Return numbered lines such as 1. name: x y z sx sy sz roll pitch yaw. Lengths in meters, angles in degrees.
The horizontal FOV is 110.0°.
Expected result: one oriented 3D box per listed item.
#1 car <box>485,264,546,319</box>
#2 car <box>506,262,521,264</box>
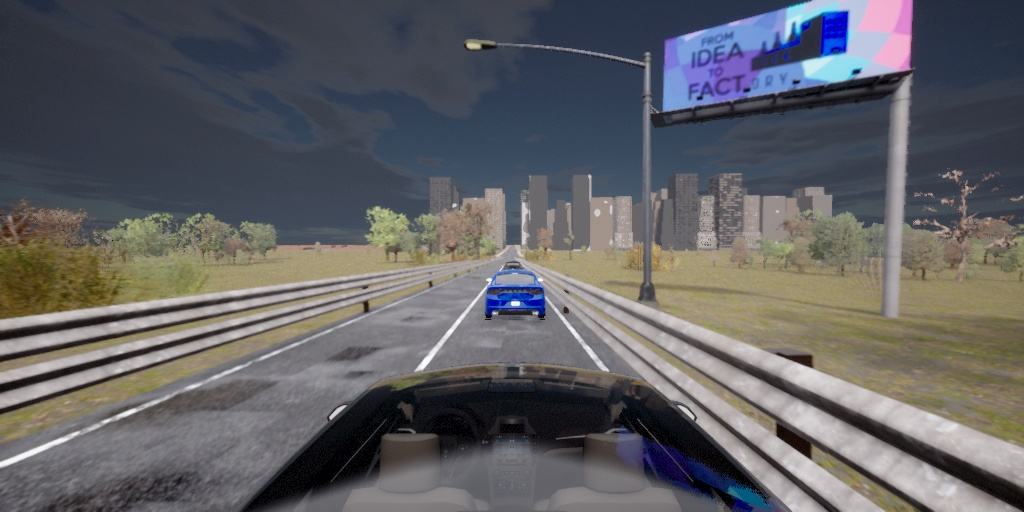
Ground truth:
1. car: 0.099 1.224 12.802 1.882 1.535 5.008 0 0 0
2. car: 0.095 1.244 33.120 1.837 1.490 4.892 0 0 0
